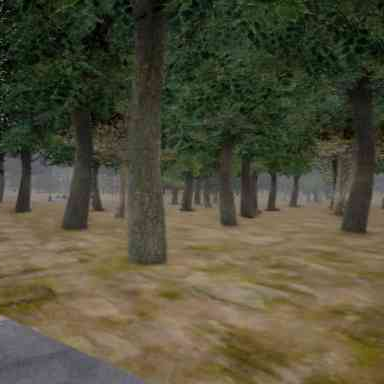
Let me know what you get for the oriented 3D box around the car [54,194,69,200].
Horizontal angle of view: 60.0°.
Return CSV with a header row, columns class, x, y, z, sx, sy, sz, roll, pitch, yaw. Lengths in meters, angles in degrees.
class,x,y,z,sx,sy,sz,roll,pitch,yaw
car,-33.448,1.210,86.793,1.882,1.535,5.008,2,0,37
